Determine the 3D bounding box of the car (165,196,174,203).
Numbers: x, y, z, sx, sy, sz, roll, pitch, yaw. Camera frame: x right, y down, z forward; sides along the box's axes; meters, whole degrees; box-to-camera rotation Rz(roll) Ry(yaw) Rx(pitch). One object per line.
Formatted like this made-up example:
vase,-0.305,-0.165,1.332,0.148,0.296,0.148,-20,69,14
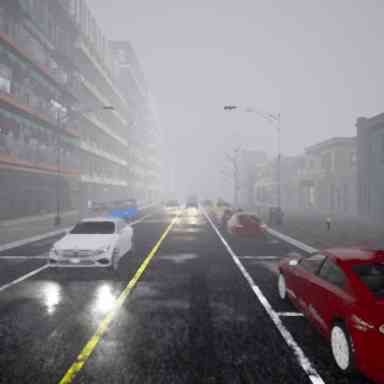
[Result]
car,-5.670,1.911,85.222,1.967,1.590,4.097,0,0,0

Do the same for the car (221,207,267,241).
car,2.691,1.660,16.855,1.802,1.307,4.206,0,0,0

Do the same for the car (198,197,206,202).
car,2.713,2.061,90.911,2.008,1.369,4.403,0,0,0

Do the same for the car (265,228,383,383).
car,2.688,1.569,5.462,1.887,1.381,4.507,0,0,0

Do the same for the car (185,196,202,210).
car,0.020,1.733,47.982,2.128,1.511,4.902,0,0,0

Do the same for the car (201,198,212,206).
car,2.705,1.892,62.429,1.947,1.339,4.313,0,0,0

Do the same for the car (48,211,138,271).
car,-3.110,1.576,11.203,1.812,1.442,4.674,0,0,0

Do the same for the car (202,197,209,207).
car,2.703,1.873,56.733,1.802,1.307,4.206,0,0,0

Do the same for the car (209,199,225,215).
car,3.009,1.620,33.752,1.801,1.575,5.366,0,0,0

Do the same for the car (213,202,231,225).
car,2.693,1.651,22.553,1.887,1.381,4.507,0,0,0

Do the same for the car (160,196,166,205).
car,-5.675,1.943,68.131,1.802,1.307,4.206,0,0,0

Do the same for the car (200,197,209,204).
car,2.707,1.838,73.822,1.967,1.590,4.097,0,0,0

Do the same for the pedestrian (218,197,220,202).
pedestrian,3.010,1.473,36.742,0.375,1.860,0.375,0,0,0

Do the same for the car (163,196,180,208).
car,-3.049,1.836,53.628,1.994,1.385,4.181,0,0,0

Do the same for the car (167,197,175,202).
car,-5.668,2.061,90.918,2.008,1.369,4.403,0,0,0

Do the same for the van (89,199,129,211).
van,-5.689,1.447,22.560,1.690,1.788,3.998,0,0,0

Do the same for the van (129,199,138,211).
van,-5.687,1.476,28.256,1.690,1.788,3.998,0,0,0
